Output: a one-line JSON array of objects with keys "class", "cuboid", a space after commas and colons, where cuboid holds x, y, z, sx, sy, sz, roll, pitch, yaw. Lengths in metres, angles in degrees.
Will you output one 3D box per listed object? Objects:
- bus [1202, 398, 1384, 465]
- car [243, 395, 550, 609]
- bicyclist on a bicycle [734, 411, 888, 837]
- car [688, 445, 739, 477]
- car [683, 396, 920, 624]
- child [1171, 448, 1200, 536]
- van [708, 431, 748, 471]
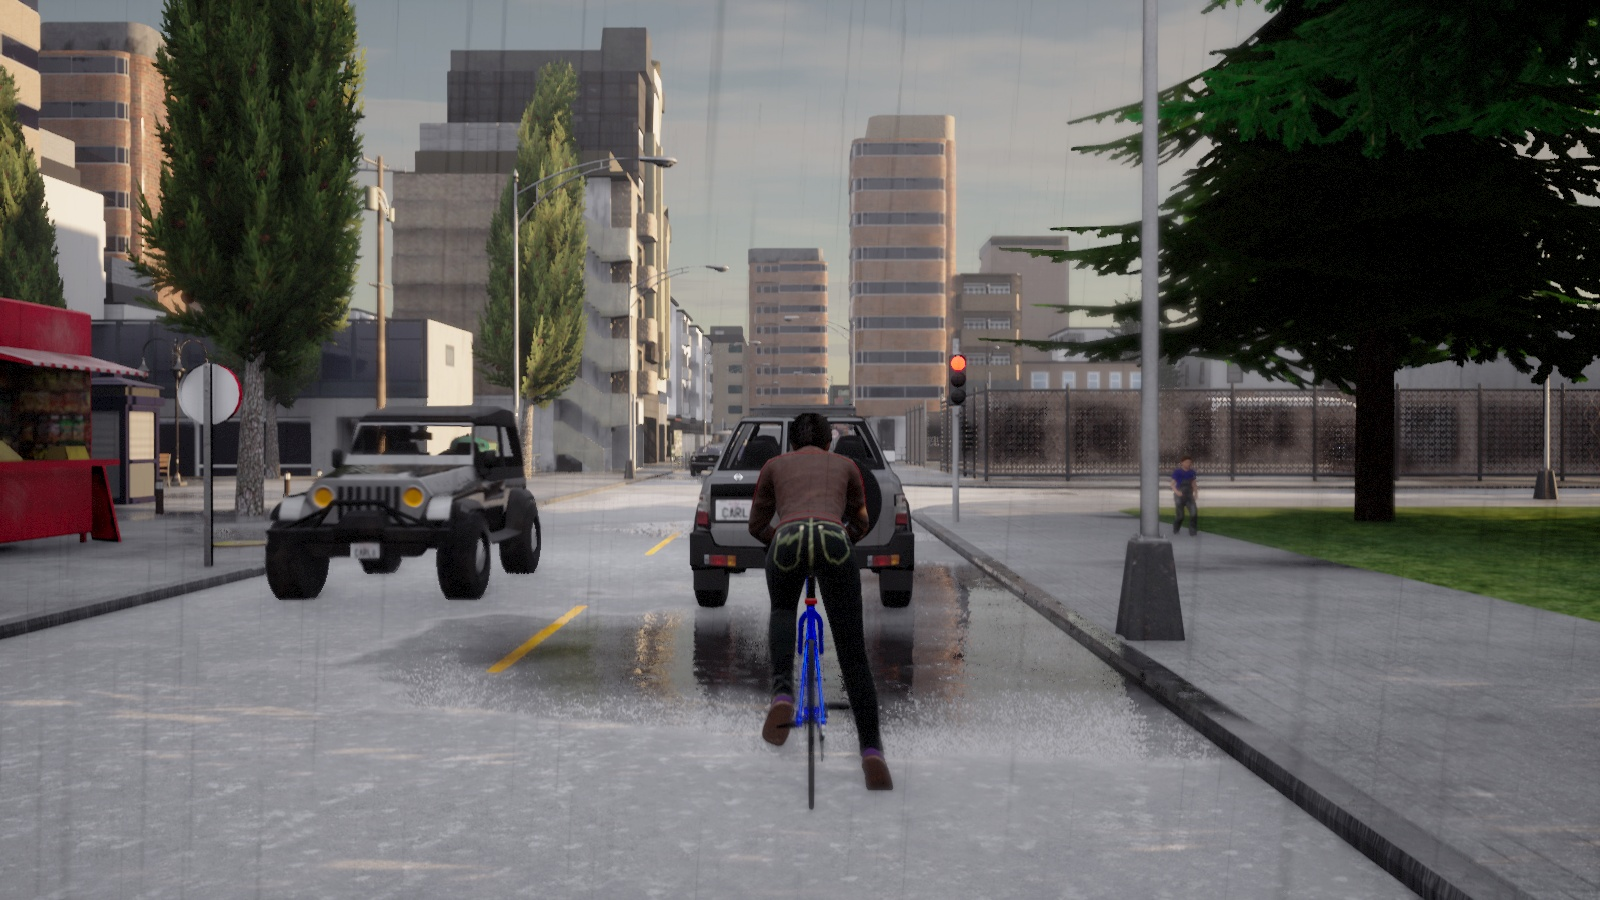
[{"class": "bus", "cuboid": [31.817, -1.189, 81.544, 10.273, 4.253, 3.944, 0, 0, 4]}, {"class": "car", "cuboid": [-3.916, 0.447, 12.927, 1.905, 1.878, 3.866, 0, 0, 0]}, {"class": "bicyclist on a bicycle", "cuboid": [0.048, 0.659, 5.601, 0.582, 1.620, 1.656, 0, 0, 0]}, {"class": "car", "cuboid": [-3.731, 0.450, 54.911, 1.895, 1.301, 4.718, 0, 0, 0]}, {"class": "car", "cuboid": [0.062, 0.473, 12.524, 1.932, 1.855, 4.605, 0, 0, 1]}, {"class": "child", "cuboid": [5.609, 0.610, 18.259, 0.270, 1.263, 0.437, 0, 0, -3]}, {"class": "van", "cuboid": [-3.686, 0.030, 64.832, 1.775, 1.987, 4.442, 0, 1, 0]}]
